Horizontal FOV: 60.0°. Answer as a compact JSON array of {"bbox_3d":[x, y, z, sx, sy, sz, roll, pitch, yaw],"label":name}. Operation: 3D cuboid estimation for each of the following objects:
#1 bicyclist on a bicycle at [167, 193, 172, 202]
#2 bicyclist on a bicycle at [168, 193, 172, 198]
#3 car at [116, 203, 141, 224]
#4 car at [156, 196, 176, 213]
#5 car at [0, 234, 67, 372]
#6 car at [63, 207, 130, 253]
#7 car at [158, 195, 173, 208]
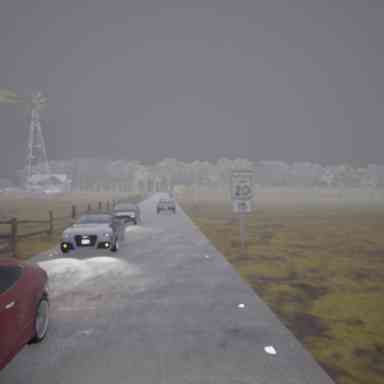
[{"bbox_3d":[-4.098,1.046,60.902,0.866,1.612,1.509,-1,1,-5],"label":"bicyclist on a bicycle"},{"bbox_3d":[-3.368,1.055,51.929,0.659,1.776,1.843,-1,1,-5],"label":"bicyclist on a bicycle"},{"bbox_3d":[-4.731,1.489,24.214,2.033,1.411,5.357,-1,0,-5],"label":"car"},{"bbox_3d":[-2.652,1.335,34.398,2.128,1.511,4.902,-1,0,-4],"label":"car"},{"bbox_3d":[-3.026,1.547,3.656,1.812,1.442,4.674,-1,0,-5],"label":"car"},{"bbox_3d":[-3.879,1.549,13.614,1.994,1.385,4.181,-1,0,-5],"label":"car"},{"bbox_3d":[-3.537,1.261,44.808,1.837,1.490,4.892,-1,0,-4],"label":"car"}]
